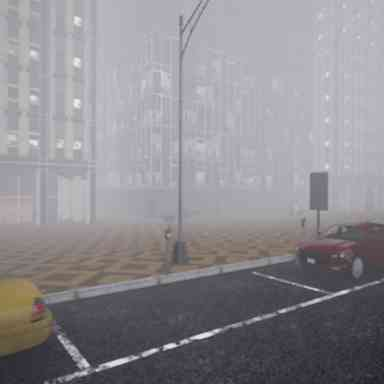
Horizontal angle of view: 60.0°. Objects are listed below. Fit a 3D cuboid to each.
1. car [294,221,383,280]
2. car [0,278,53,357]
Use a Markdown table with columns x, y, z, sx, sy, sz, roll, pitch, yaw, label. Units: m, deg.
| x | y | z | sx | sy | sz | roll | pitch | yaw | label |
| --- | --- | --- | --- | --- | --- | --- | --- | --- | --- |
| 4.991 | 1.590 | 10.117 | 4.507 | 1.381 | 1.887 | 0 | 0 | -35 | car |
| -4.158 | 1.519 | 3.595 | 4.829 | 1.417 | 1.752 | 0 | 0 | -35 | car |
